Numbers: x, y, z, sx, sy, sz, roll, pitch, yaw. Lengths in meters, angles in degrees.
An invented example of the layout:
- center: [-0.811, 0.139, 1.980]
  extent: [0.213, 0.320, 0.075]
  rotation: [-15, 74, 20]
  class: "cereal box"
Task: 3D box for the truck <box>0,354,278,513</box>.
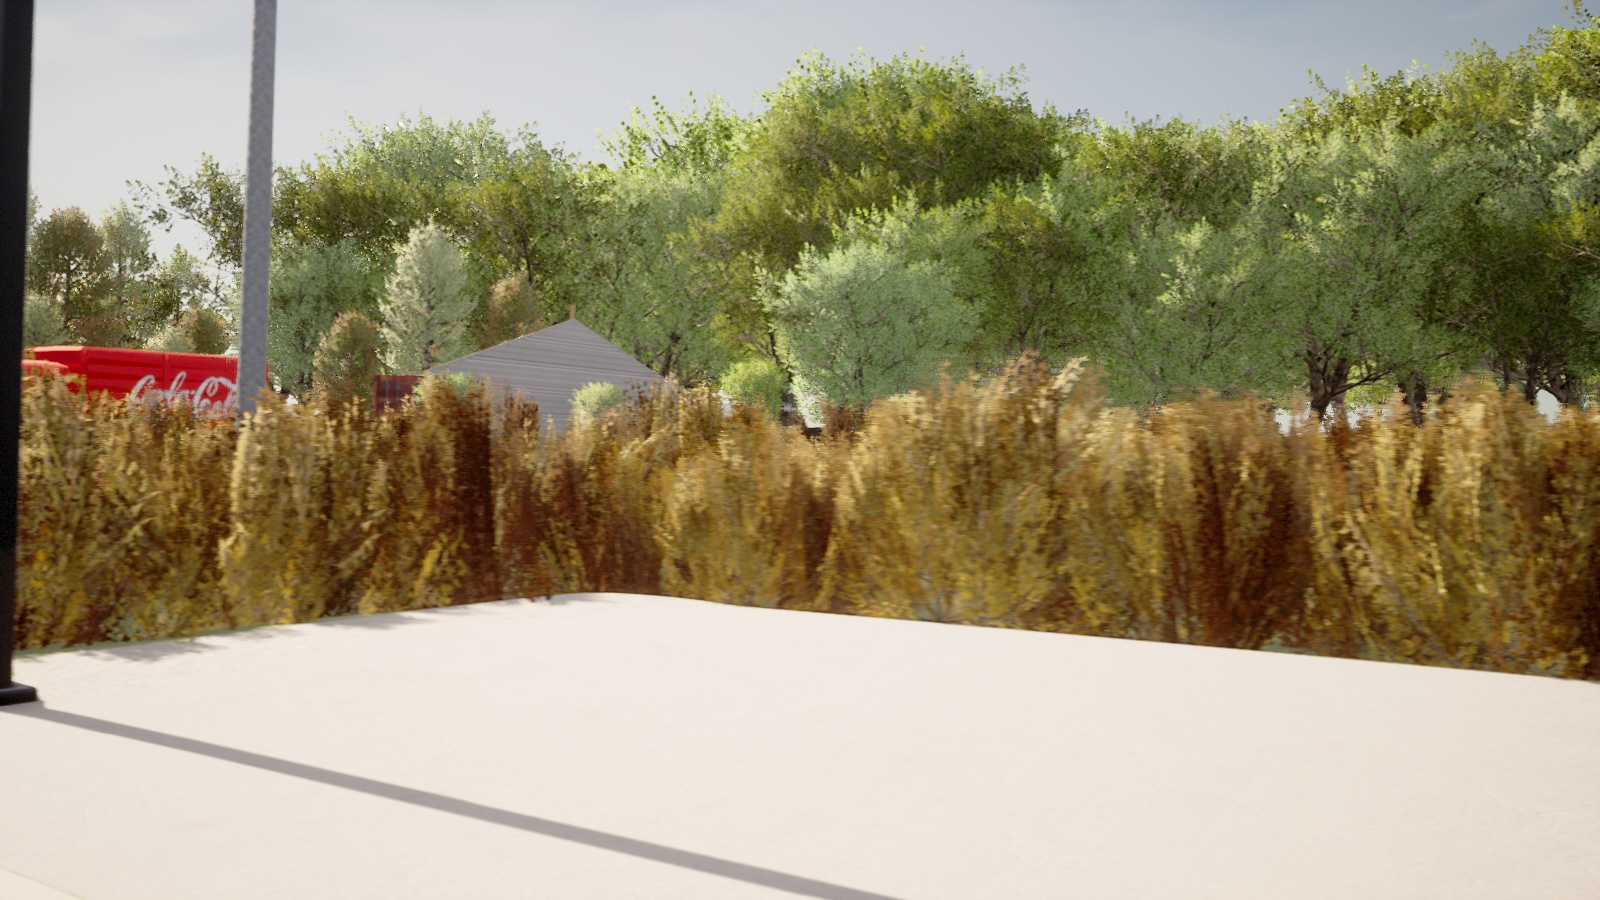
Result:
- center: [-12.280, -0.319, 21.983]
  extent: [2.627, 2.467, 5.204]
  rotation: [1, 2, 35]
  class: "truck"
